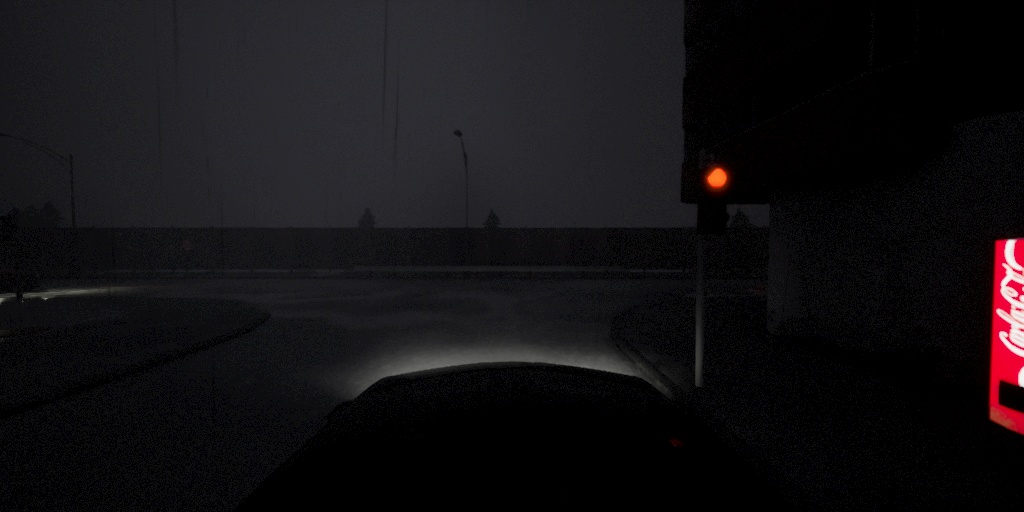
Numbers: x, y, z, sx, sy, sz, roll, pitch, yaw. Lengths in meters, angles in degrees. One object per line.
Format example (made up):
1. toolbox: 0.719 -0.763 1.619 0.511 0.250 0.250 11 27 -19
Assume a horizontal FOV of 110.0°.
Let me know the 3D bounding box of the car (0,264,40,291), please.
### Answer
1. car: -23.277 0.832 15.180 5.008 1.535 1.882 1 2 0
